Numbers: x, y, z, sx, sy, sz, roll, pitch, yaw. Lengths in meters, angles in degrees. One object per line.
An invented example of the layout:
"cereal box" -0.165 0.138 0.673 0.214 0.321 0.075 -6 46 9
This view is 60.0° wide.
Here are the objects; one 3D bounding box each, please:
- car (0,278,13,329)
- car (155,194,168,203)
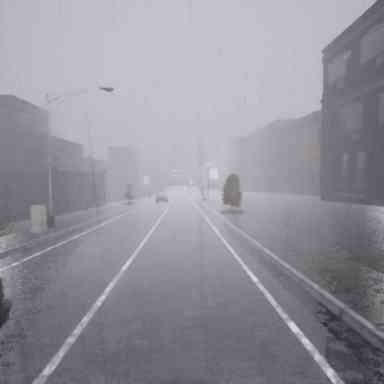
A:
"car" -3.519 1.565 2.565 2.033 1.411 5.357 0 0 -2
"car" -4.886 1.043 53.861 1.895 1.301 4.718 0 1 -1
